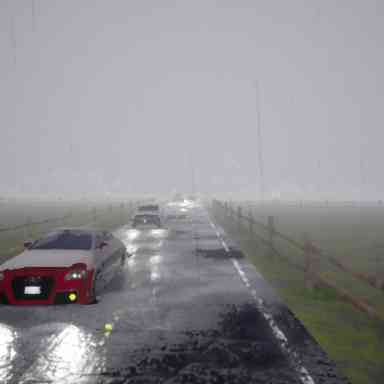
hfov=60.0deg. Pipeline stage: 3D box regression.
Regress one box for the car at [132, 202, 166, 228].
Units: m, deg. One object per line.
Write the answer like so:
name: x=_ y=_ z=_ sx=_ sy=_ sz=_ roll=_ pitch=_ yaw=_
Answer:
car: x=-2.826 y=1.497 z=22.432 sx=1.837 sy=1.490 sz=4.892 roll=0 pitch=0 yaw=0

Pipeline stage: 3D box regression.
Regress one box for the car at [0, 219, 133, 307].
car: x=-2.851 y=1.560 z=7.940 sx=1.994 sy=1.385 sz=4.181 roll=0 pitch=0 yaw=0

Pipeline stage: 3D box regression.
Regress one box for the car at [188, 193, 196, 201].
car: x=0.016 y=1.313 z=78.266 sx=2.033 sy=1.411 sz=5.357 roll=0 pitch=0 yaw=0

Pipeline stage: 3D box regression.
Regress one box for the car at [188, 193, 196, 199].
car: x=0.020 y=1.115 z=93.068 sx=2.097 sy=1.767 sz=4.553 roll=0 pitch=0 yaw=0

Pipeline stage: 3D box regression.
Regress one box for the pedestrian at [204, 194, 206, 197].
pedestrian: x=2.839 y=1.263 z=71.901 sx=0.375 sy=1.860 sz=0.375 roll=0 pitch=0 yaw=4

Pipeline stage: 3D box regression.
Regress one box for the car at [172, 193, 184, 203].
car: x=-2.742 y=1.241 z=66.519 sx=2.150 sy=2.045 sz=5.566 roll=0 pitch=0 yaw=0
